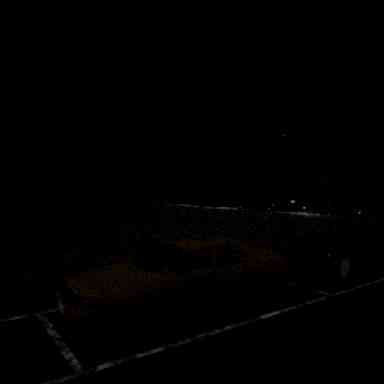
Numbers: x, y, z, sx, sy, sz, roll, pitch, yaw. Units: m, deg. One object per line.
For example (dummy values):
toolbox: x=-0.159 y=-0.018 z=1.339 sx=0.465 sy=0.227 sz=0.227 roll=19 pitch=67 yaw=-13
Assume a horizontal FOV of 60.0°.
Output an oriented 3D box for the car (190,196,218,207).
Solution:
car: x=1.530 y=1.280 z=43.697 sx=1.994 sy=1.385 sz=4.181 roll=1 pitch=0 yaw=-35

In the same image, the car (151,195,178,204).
car: x=-4.140 y=1.226 z=51.855 sx=1.895 sy=1.301 sz=4.718 roll=1 pitch=0 yaw=-35

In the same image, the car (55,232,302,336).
car: x=-0.104 y=1.531 z=6.670 sx=4.829 sy=1.417 sz=1.752 roll=0 pitch=1 yaw=-35

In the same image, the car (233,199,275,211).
car: x=6.721 y=1.400 z=36.251 sx=1.895 sy=1.301 sz=4.718 roll=1 pitch=0 yaw=-35

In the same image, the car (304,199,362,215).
car: x=12.028 y=1.374 z=28.653 sx=2.128 sy=1.511 sz=4.902 roll=1 pitch=0 yaw=-35

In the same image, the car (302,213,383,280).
car: x=4.626 y=1.559 z=10.018 sx=4.507 sy=1.381 sz=1.887 roll=0 pitch=1 yaw=-35

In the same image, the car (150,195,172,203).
car: x=-5.588 y=1.197 z=59.439 sx=1.895 sy=1.301 sz=4.718 roll=1 pitch=0 yaw=-35

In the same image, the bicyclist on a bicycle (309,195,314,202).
bicyclist on a bicycle: x=13.557 y=1.199 z=37.363 sx=1.656 sy=1.620 sz=0.582 roll=0 pitch=0 yaw=-35
